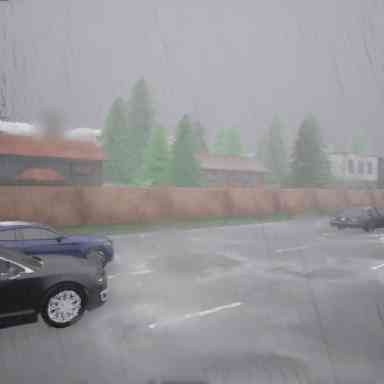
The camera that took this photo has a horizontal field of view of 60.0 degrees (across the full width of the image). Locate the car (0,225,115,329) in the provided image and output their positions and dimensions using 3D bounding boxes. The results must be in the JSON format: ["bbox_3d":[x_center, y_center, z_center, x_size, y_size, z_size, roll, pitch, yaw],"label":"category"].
[{"bbox_3d":[-3.811,1.505,5.327,4.892,1.490,1.837,0,0,-36],"label":"car"}]

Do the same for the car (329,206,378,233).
[{"bbox_3d":[10.357,1.552,19.732,5.357,1.411,2.033,0,0,-35],"label":"car"}]

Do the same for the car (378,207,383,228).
[{"bbox_3d":[11.373,1.482,16.156,5.008,1.535,1.882,0,0,-35],"label":"car"}]

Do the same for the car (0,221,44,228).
[{"bbox_3d":[-4.474,1.526,9.136,4.674,1.442,1.812,0,0,-35],"label":"car"}]
